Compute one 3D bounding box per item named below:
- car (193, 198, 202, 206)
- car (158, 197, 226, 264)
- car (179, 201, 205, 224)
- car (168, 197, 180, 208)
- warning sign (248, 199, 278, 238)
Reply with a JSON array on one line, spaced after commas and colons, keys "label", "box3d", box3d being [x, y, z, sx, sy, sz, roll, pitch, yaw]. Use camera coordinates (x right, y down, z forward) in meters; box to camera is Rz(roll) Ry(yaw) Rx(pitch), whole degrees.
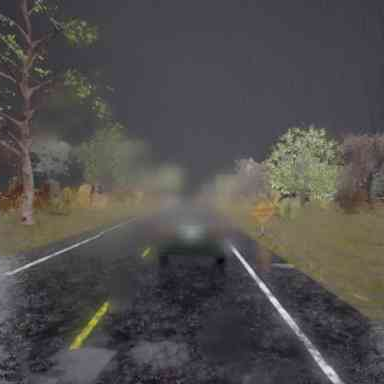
[{"label": "car", "box3d": [1.238, 2.393, 81.713, 2.097, 1.767, 4.553, 0, -1, 0]}, {"label": "car", "box3d": [0.014, 1.363, 12.596, 2.150, 2.045, 5.566, 0, 0, 0]}, {"label": "car", "box3d": [0.028, 1.676, 28.430, 2.097, 1.767, 4.553, 0, -1, 1]}, {"label": "car", "box3d": [-3.499, 2.027, 65.696, 2.150, 2.045, 5.566, 0, -1, 0]}, {"label": "warning sign", "box3d": [3.548, 1.301, 16.755, 1.300, 1.860, 1.060, 0, -1, 0]}]
